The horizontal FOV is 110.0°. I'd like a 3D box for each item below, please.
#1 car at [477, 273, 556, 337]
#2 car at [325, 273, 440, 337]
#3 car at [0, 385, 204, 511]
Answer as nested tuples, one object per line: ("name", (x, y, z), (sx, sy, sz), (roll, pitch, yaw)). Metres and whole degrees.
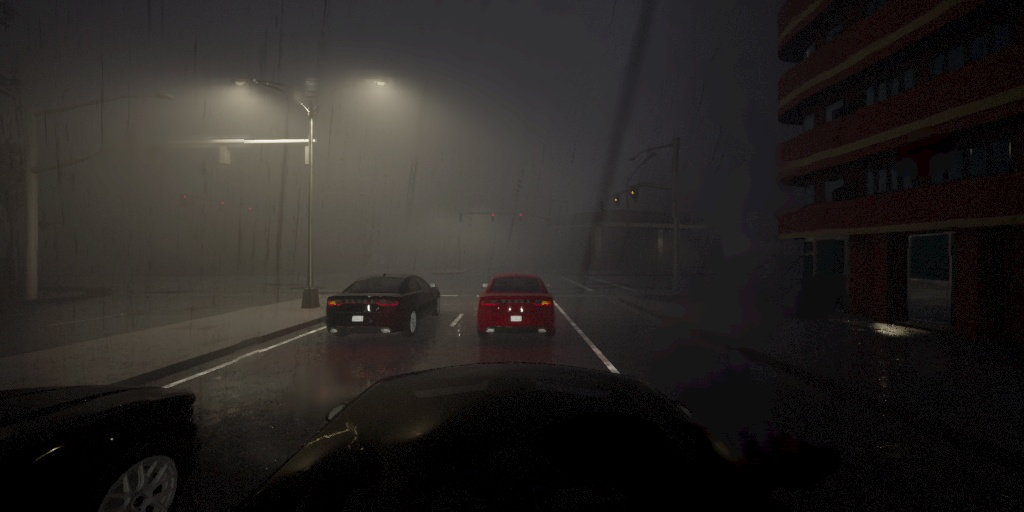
("car", (0.120, 1.228, 10.377), (1.882, 1.535, 5.008), (0, 0, 1))
("car", (-3.385, 1.228, 10.367), (1.882, 1.535, 5.008), (0, 0, 0))
("car", (-3.409, 1.228, 0.793), (1.882, 1.535, 5.008), (0, 0, 0))
